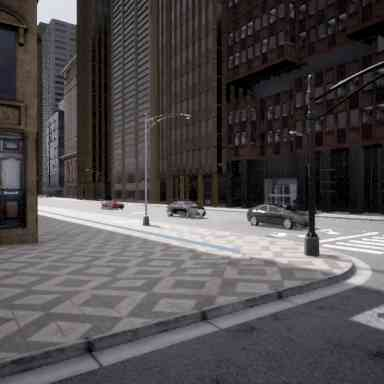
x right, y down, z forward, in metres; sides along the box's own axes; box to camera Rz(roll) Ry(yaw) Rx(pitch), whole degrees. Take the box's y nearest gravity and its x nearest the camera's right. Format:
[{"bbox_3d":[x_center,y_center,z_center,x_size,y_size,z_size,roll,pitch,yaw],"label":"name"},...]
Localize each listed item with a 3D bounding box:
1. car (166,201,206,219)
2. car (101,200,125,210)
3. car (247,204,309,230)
[{"bbox_3d":[-0.596,1.628,31.302,2.128,1.511,4.902,0,0,-35],"label":"car"},{"bbox_3d":[-11.042,1.820,46.216,1.895,1.301,4.718,0,0,-35],"label":"car"},{"bbox_3d":[5.782,1.584,22.257,1.837,1.490,4.892,0,0,-35],"label":"car"}]
